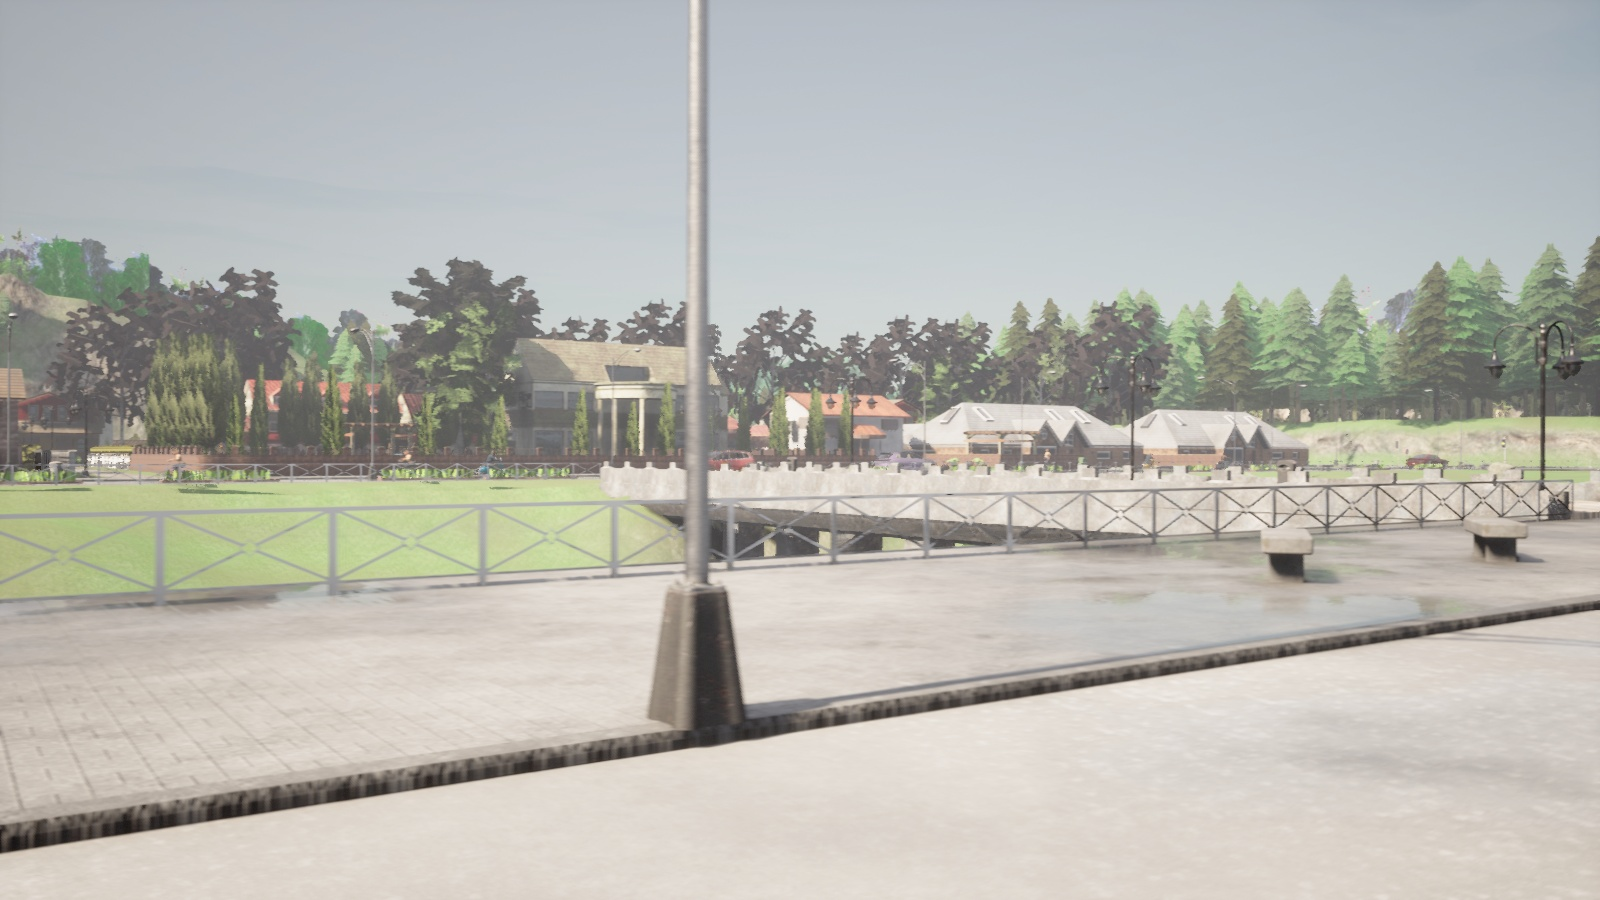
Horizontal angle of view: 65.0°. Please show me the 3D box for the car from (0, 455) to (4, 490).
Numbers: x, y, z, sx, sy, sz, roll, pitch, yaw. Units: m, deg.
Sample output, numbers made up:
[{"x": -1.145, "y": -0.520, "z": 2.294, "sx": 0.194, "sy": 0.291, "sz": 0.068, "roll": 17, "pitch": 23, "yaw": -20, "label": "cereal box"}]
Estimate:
[{"x": -36.452, "y": 0.968, "z": 54.060, "sx": 3.633, "sy": 1.501, "sz": 1.845, "roll": 0, "pitch": 0, "yaw": -35, "label": "car"}]

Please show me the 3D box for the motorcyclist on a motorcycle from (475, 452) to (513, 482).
[{"x": -16.550, "y": 0.900, "z": 67.907, "sx": 1.817, "sy": 1.590, "sz": 0.866, "roll": 0, "pitch": 0, "yaw": -35, "label": "motorcyclist on a motorcycle"}]

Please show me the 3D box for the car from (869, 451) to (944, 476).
[{"x": 7.176, "y": 0.867, "z": 84.414, "sx": 4.856, "sy": 1.649, "sz": 2.033, "roll": 0, "pitch": 0, "yaw": -35, "label": "car"}]

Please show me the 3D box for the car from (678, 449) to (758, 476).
[{"x": -5.269, "y": 0.798, "z": 80.629, "sx": 4.611, "sy": 1.667, "sz": 2.242, "roll": 0, "pitch": 0, "yaw": -35, "label": "car"}]
